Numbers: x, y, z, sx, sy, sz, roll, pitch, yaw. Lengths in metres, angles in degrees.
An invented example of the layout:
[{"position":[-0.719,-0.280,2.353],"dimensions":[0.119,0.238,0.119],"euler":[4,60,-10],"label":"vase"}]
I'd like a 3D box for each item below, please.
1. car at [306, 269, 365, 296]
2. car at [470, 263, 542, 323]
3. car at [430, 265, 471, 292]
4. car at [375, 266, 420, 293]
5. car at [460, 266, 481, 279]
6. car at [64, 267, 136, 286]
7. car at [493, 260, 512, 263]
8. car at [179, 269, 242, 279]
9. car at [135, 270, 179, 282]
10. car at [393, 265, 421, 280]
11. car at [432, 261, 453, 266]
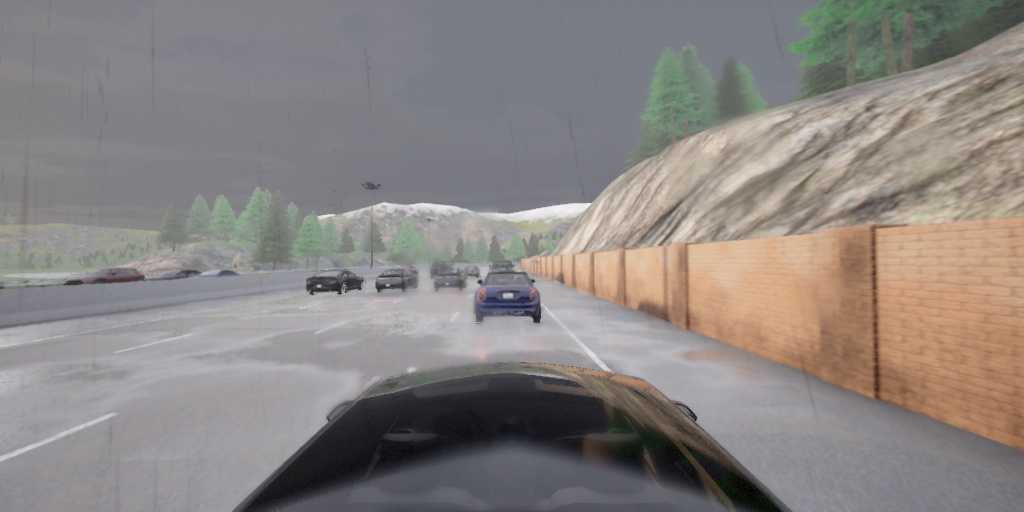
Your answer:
[{"position":[-11.053,1.601,22.834],"dimensions":[1.882,1.535,5.008],"euler":[0,-1,-2],"label":"car"},{"position":[-0.195,1.250,12.965],"dimensions":[2.097,1.767,4.553],"euler":[0,-1,-2],"label":"car"},{"position":[-4.115,1.577,24.680],"dimensions":[2.128,1.511,4.902],"euler":[0,-1,-2],"label":"car"},{"position":[-7.596,1.601,24.084],"dimensions":[2.128,1.511,4.902],"euler":[0,-1,-2],"label":"car"},{"position":[-4.741,1.866,42.100],"dimensions":[2.033,1.411,5.357],"euler":[0,-1,-2],"label":"car"},{"position":[-32.406,1.741,28.689],"dimensions":[2.097,1.767,4.553],"euler":[0,-1,-2],"label":"car"},{"position":[-0.897,1.377,32.216],"dimensions":[2.150,2.045,5.566],"euler":[0,-1,-2],"label":"car"},{"position":[-25.462,1.883,30.896],"dimensions":[1.812,1.442,4.674],"euler":[0,-1,-2],"label":"car"},{"position":[-28.967,1.900,31.049],"dimensions":[1.837,1.490,4.892],"euler":[0,-1,-2],"label":"car"},{"position":[-11.678,1.834,40.254],"dimensions":[1.882,1.535,5.008],"euler":[0,-1,-2],"label":"car"},{"position":[-8.268,1.581,42.725],"dimensions":[2.150,2.045,5.566],"euler":[0,-1,-2],"label":"car"}]
